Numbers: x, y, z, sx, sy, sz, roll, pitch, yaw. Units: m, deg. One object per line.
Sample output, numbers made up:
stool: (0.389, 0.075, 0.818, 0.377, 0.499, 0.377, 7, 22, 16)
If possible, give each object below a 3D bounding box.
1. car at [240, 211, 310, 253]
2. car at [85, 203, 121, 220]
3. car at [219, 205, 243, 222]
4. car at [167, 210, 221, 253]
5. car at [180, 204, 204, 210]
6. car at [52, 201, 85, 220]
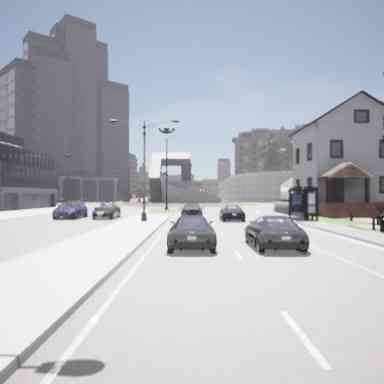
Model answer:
car: (3.499, 1.699, 14.324, 1.994, 1.385, 4.181, 0, 0, 0)
car: (-8.014, 1.787, 31.443, 2.128, 1.511, 4.902, 0, -1, 0)
car: (3.500, 1.838, 29.317, 1.994, 1.385, 4.181, 0, 0, 0)
car: (-0.002, 1.699, 14.343, 1.994, 1.385, 4.181, 0, 0, 0)
car: (-0.001, 1.781, 29.301, 1.837, 1.490, 4.892, 0, 0, 0)
car: (-11.512, 1.645, 31.665, 2.097, 1.767, 4.553, 0, 0, 0)
